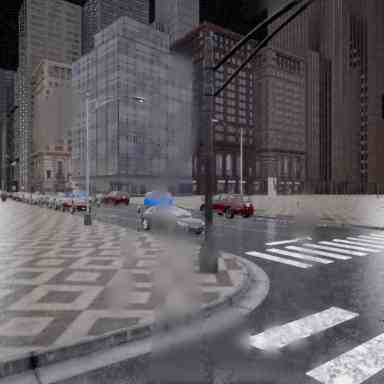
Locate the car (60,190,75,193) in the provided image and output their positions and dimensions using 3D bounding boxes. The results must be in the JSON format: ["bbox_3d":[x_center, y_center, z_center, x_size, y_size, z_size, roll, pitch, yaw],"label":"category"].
[{"bbox_3d":[-21.923,0.778,56.405,1.812,1.442,4.674,0,1,-35],"label":"car"}]

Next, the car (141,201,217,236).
[{"bbox_3d":[-1.065,1.367,16.959,2.008,1.369,4.403,1,0,-36],"label":"car"}]

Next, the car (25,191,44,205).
[{"bbox_3d":[-20.097,0.939,43.616,2.008,1.369,4.403,1,0,-36],"label":"car"}]

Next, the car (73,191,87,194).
[{"bbox_3d":[-16.199,0.967,48.388,1.895,1.301,4.718,0,1,-36],"label":"car"}]

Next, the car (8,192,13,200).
[{"bbox_3d":[-29.613,0.747,56.945,1.887,1.381,4.507,1,0,-36],"label":"car"}]

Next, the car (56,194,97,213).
[{"bbox_3d":[-10.580,1.139,30.287,1.887,1.381,4.507,1,0,-36],"label":"car"}]

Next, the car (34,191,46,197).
[{"bbox_3d":[-38.534,0.495,84.109,1.887,1.381,4.507,0,0,-36],"label":"car"}]

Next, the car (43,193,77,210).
[{"bbox_3d":[-13.752,1.074,34.729,2.008,1.369,4.403,1,0,-36],"label":"car"}]

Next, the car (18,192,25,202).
[{"bbox_3d":[-23.269,0.874,48.059,2.008,1.369,4.403,1,0,-36],"label":"car"}]

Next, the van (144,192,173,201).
[{"bbox_3d":[-3.633,0.930,35.232,1.690,1.788,3.998,1,0,-36],"label":"van"}]

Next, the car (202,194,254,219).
[{"bbox_3d":[2.712,1.050,26.345,2.192,1.841,5.009,1,0,-36],"label":"car"}]

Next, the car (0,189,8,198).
[{"bbox_3d":[-39.130,0.611,70.273,1.947,1.339,4.313,1,0,-36],"label":"car"}]

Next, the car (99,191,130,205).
[{"bbox_3d":[-9.978,0.766,44.119,2.192,1.841,5.009,1,0,-36],"label":"car"}]

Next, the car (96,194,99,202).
[{"bbox_3d":[-13.154,0.934,48.564,2.008,1.369,4.403,1,0,-36],"label":"car"}]

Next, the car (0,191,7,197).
[{"bbox_3d":[-45.374,0.482,79.020,1.752,1.417,4.829,1,0,-36],"label":"car"}]

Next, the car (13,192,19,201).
[{"bbox_3d":[-26.440,0.702,52.502,1.967,1.590,4.097,1,0,-36],"label":"car"}]
